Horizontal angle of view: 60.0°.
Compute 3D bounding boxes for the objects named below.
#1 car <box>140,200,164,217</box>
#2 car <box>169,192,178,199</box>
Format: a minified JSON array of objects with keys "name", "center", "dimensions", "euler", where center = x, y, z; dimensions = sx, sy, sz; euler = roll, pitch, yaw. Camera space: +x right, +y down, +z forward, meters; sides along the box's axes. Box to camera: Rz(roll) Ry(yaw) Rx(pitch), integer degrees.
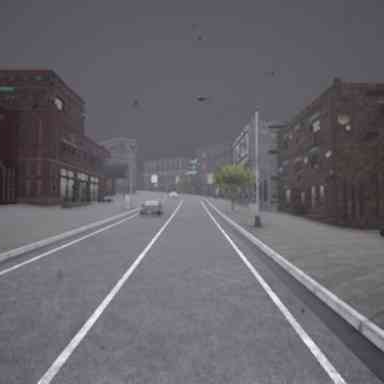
[{"name":"car","center":[-3.624,1.438,30.614],"dimensions":[1.812,1.442,4.674],"euler":[0,0,0]},{"name":"car","center":[-4.001,0.649,72.129],"dimensions":[1.812,1.442,4.674],"euler":[0,2,-4]}]
